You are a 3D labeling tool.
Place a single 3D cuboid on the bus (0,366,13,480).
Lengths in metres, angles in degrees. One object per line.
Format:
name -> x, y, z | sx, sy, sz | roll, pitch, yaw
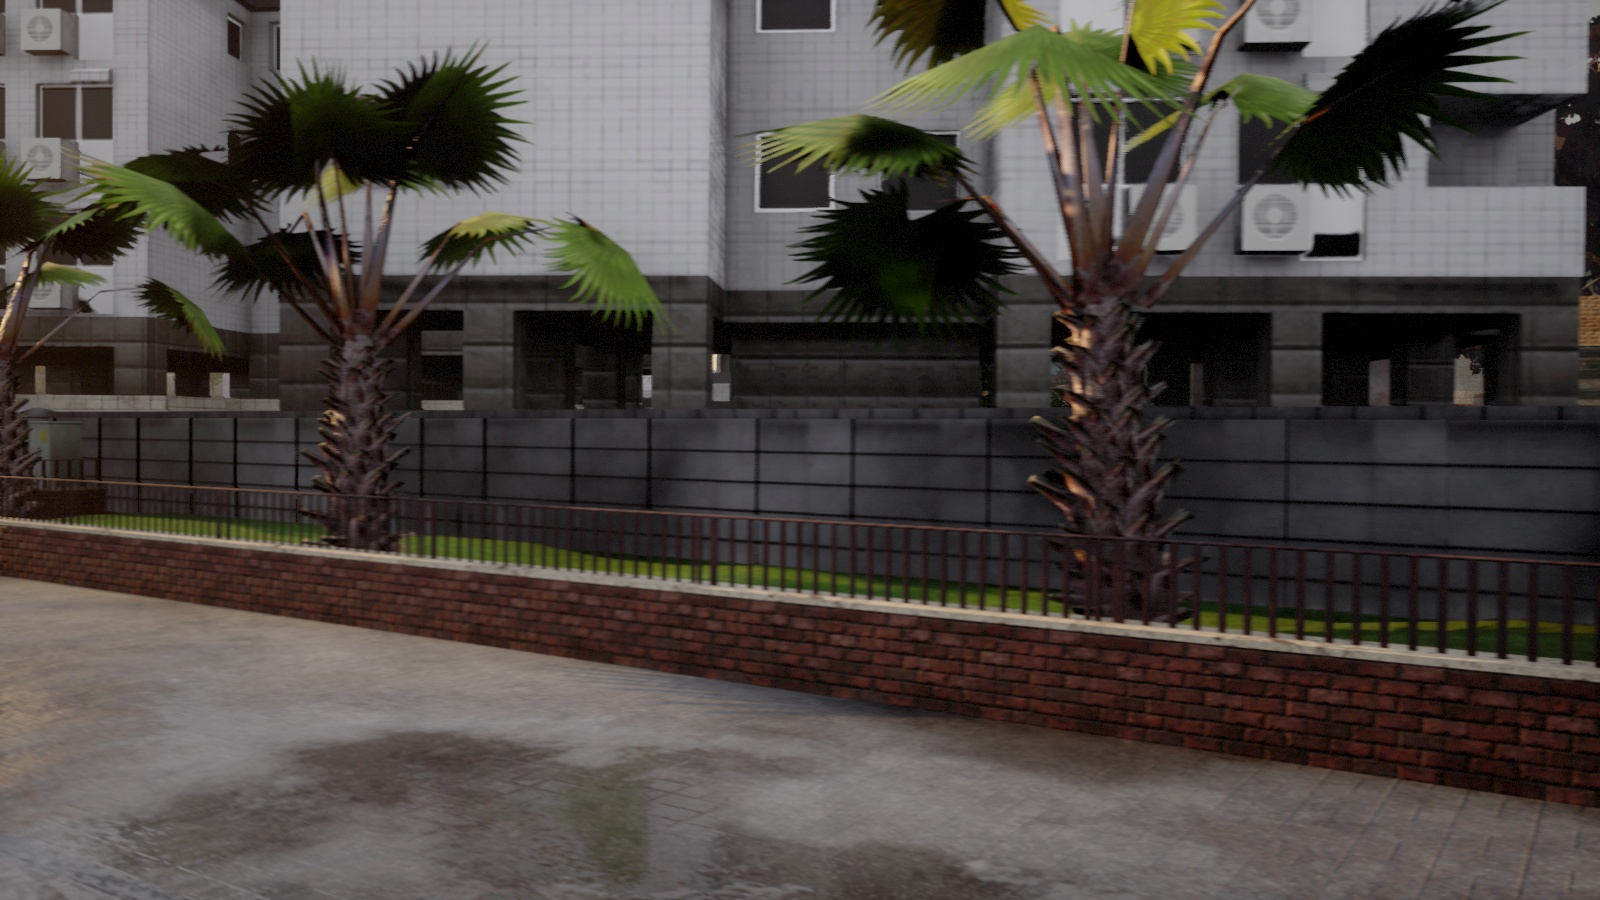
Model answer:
bus -> -33.990, -0.936, 43.854 | 3.944, 4.253, 10.273 | 0, 1, 34
